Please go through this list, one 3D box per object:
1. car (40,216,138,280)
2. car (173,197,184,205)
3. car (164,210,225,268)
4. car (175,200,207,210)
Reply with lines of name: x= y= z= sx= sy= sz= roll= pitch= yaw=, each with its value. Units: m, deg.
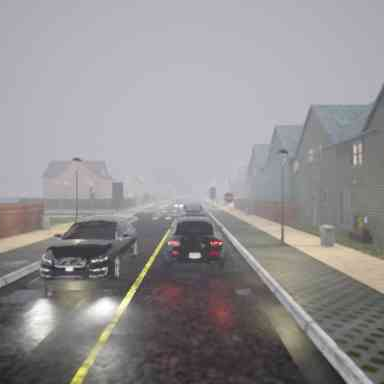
car: x=-2.843 y=1.553 z=10.151 sx=1.837 sy=1.490 sz=4.892 roll=0 pitch=0 yaw=0
car: x=-2.745 y=1.857 z=69.031 sx=2.128 sy=1.511 sz=4.902 roll=0 pitch=0 yaw=0
car: x=0.080 y=1.579 z=11.386 sx=1.812 sy=1.442 sz=4.674 roll=0 pitch=0 yaw=0
car: x=0.044 y=1.604 z=24.037 sx=2.128 sy=1.511 sz=4.902 roll=0 pitch=0 yaw=-1
